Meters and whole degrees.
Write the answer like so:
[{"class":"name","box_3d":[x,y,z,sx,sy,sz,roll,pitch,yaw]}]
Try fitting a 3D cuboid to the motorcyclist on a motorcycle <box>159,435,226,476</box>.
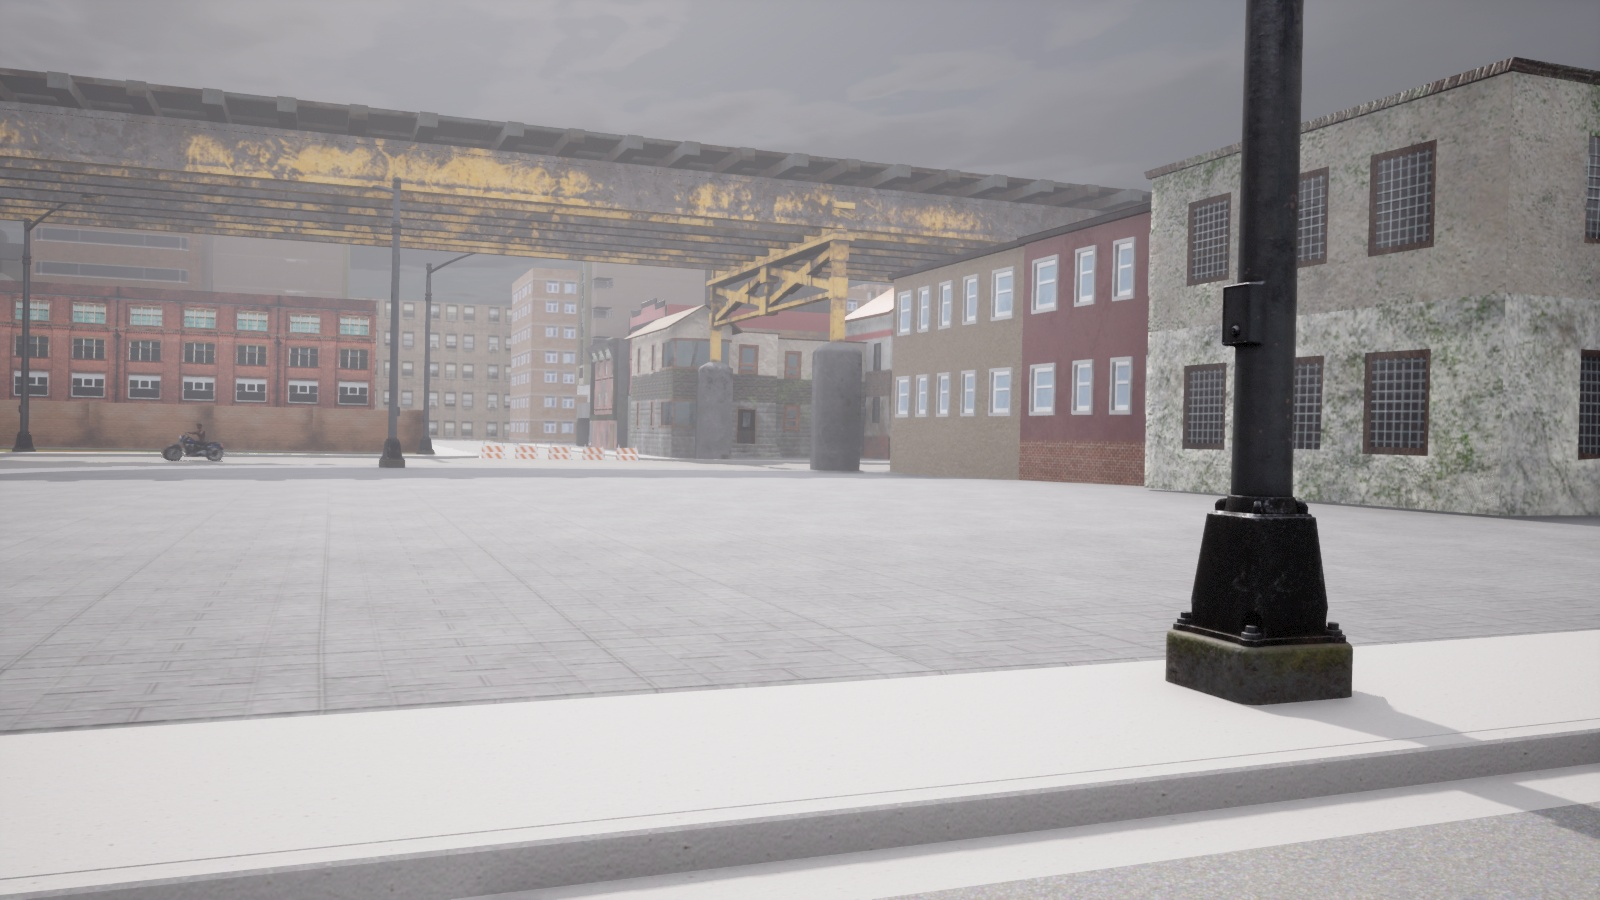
[{"class":"motorcyclist on a motorcycle","box_3d":[-25.085,0.216,51.873,2.350,1.649,0.766,-1,2,-45]}]
